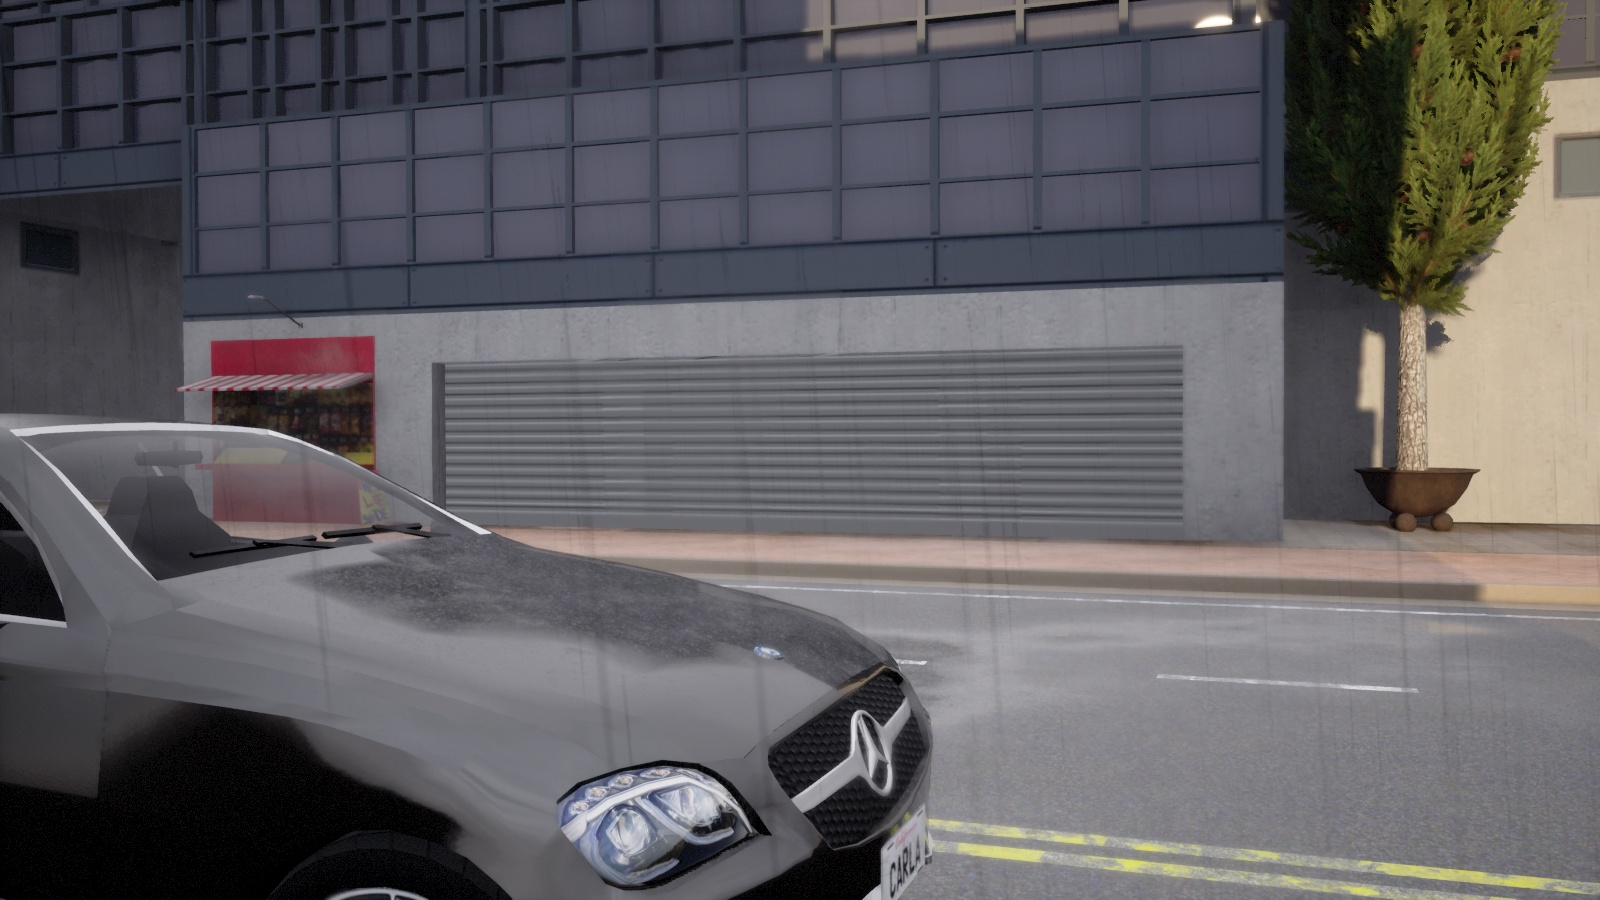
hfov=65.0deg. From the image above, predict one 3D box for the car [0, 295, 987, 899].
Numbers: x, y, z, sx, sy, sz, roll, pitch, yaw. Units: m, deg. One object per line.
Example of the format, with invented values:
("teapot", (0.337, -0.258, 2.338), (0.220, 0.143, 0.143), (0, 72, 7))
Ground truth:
("car", (-2.120, 0.535, 3.904), (5.027, 1.651, 2.152), (1, 1, 19))
